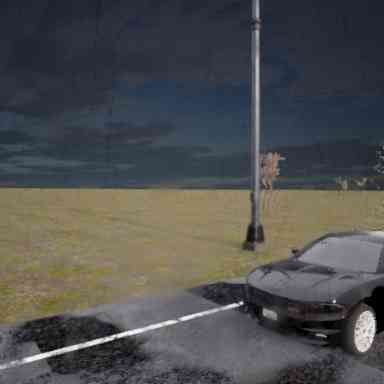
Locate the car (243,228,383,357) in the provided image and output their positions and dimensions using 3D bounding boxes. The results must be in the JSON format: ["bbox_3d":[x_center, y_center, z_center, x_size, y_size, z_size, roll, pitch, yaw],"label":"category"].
[{"bbox_3d":[3.155,1.495,6.244,5.008,1.535,1.882,0,0,-36],"label":"car"}]
